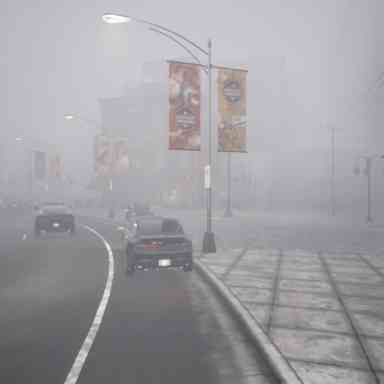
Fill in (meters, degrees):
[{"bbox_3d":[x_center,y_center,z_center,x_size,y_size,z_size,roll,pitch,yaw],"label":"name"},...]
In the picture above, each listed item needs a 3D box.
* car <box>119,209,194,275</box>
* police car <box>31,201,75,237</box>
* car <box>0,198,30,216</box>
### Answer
[{"bbox_3d":[-1.251,1.503,10.602,1.837,1.490,4.892,0,0,-14],"label":"car"},{"bbox_3d":[-7.701,1.416,18.503,1.930,1.638,5.238,0,0,-25],"label":"police car"},{"bbox_3d":[-17.938,1.332,32.257,4.553,1.767,2.097,0,0,44],"label":"car"}]
